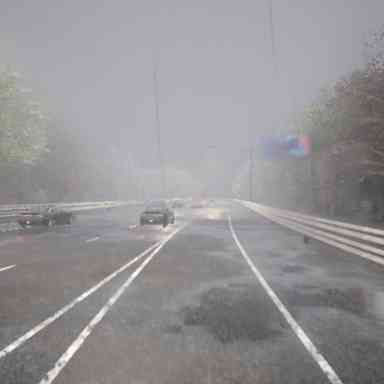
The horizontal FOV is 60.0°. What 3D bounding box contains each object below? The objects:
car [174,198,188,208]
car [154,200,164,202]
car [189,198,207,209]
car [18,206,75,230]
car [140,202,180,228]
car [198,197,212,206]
[{"bbox_3d":[-2.420,2.188,59.745,2.033,1.411,5.357,0,-1,6],"label":"car"},{"bbox_3d":[-5.893,2.111,60.181,2.128,1.511,4.902,0,-1,6],"label":"car"},{"bbox_3d":[1.063,2.263,59.376,1.895,1.301,4.718,0,-1,6],"label":"car"},{"bbox_3d":[-9.665,1.665,22.576,2.128,1.511,4.902,0,-1,6],"label":"car"},{"bbox_3d":[-2.448,1.740,24.441,2.128,1.511,4.902,0,-1,6],"label":"car"},{"bbox_3d":[3.020,2.266,78.897,2.097,1.767,4.553,0,-1,6],"label":"car"}]
